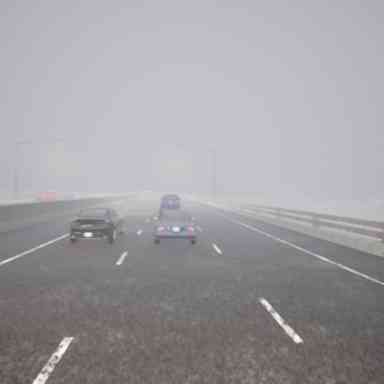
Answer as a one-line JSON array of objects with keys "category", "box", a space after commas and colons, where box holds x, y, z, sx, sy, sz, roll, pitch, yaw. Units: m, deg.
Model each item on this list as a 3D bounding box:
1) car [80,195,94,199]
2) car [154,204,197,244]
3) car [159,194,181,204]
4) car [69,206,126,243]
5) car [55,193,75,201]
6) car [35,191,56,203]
[{"category": "car", "box": [-18.144, 1.233, 57.618, 2.128, 1.511, 4.902, 1, 0, -4]}, {"category": "car", "box": [-0.832, 1.554, 15.931, 2.033, 1.411, 5.357, 1, 0, -4]}, {"category": "car", "box": [-2.386, 1.223, 36.449, 2.150, 2.045, 5.566, 1, 0, -4]}, {"category": "car", "box": [-4.322, 1.449, 15.684, 1.837, 1.490, 4.892, 1, 0, -4]}, {"category": "car", "box": [-21.668, 1.201, 57.853, 1.837, 1.490, 4.892, 1, 0, -4]}, {"category": "car", "box": [-25.155, 0.833, 57.642, 2.150, 2.045, 5.566, 1, 0, -4]}]
